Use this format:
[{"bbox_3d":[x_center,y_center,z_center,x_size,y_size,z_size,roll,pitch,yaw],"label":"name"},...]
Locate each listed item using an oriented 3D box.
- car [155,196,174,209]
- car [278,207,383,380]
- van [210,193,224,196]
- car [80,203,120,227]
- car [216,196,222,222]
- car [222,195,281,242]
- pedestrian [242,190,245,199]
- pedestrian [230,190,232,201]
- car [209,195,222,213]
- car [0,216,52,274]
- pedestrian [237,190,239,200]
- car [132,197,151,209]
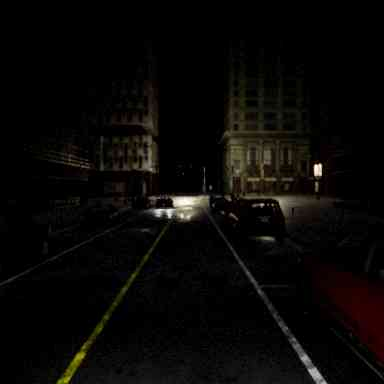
[{"bbox_3d":[-3.110,1.208,38.577,1.994,1.385,4.181,0,1,0],"label":"car"},{"bbox_3d":[2.848,1.279,4.056,2.192,1.841,5.009,0,1,0],"label":"car"},{"bbox_3d":[2.830,0.991,37.947,1.690,1.788,3.998,0,1,0],"label":"van"},{"bbox_3d":[-5.685,1.395,20.997,1.802,1.307,4.206,0,1,0],"label":"car"},{"bbox_3d":[2.840,1.253,21.003,1.967,1.590,4.097,0,1,0],"label":"car"},{"bbox_3d":[2.842,1.180,15.353,2.192,1.841,5.009,0,1,0],"label":"car"},{"bbox_3d":[8.105,0.592,51.987,0.375,1.860,0.375,0,1,0],"label":"pedestrian"},{"bbox_3d":[6.104,0.644,52.587,0.375,1.860,0.375,0,1,0],"label":"pedestrian"},{"bbox_3d":[2.834,1.287,32.301,1.802,1.307,4.206,0,1,0],"label":"car"},{"bbox_3d":[-5.679,1.460,9.699,1.887,1.381,4.507,0,1,0],"label":"car"},{"bbox_3d":[7.105,0.635,51.387,0.375,1.860,0.375,0,1,0],"label":"pedestrian"},{"bbox_3d":[-5.694,1.216,37.944,1.947,1.339,4.313,0,1,0],"label":"car"}]
